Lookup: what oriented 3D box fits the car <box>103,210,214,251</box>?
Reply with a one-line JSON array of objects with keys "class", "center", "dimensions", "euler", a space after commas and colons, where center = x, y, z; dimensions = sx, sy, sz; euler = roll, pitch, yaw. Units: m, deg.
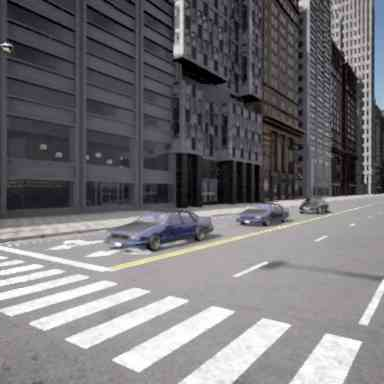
[{"class": "car", "center": [-1.118, 1.476, 14.117], "dimensions": [2.033, 1.411, 5.357], "euler": [0, 0, 36]}]

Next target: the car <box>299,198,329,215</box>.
[{"class": "car", "center": [11.767, 1.317, 31.943], "dimensions": [1.837, 1.490, 4.892], "euler": [0, 1, 36]}]

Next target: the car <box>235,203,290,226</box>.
[{"class": "car", "center": [4.927, 1.424, 22.487], "dimensions": [2.033, 1.411, 5.357], "euler": [0, 0, 36]}]
